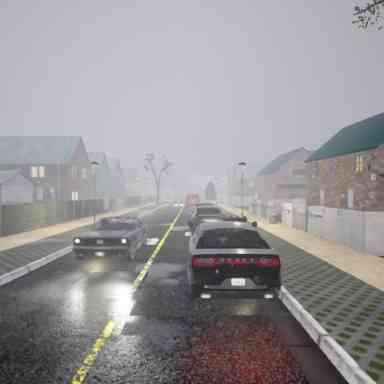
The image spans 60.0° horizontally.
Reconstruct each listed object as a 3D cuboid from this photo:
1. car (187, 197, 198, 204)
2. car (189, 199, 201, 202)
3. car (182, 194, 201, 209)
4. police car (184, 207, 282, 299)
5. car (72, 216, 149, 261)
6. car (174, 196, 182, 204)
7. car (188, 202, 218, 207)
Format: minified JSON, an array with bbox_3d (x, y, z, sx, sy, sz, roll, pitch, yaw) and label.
[{"bbox_3d":[0.121,1.677,66.029,2.033,1.411,5.357,0,0,0],"label":"car"},{"bbox_3d":[0.869,1.519,24.490,1.837,1.490,4.892,0,0,0],"label":"car"},{"bbox_3d":[0.121,1.281,46.803,2.150,2.045,5.566,0,0,1],"label":"car"},{"bbox_3d":[0.840,1.424,8.598,1.930,1.638,5.238,0,0,0],"label":"police car"},{"bbox_3d":[-2.828,1.601,12.446,1.895,1.301,4.718,0,0,0],"label":"car"},{"bbox_3d":[-2.626,1.626,67.208,2.128,1.511,4.902,0,0,0],"label":"car"},{"bbox_3d":[0.859,1.512,18.489,1.837,1.490,4.892,0,0,0],"label":"car"}]
